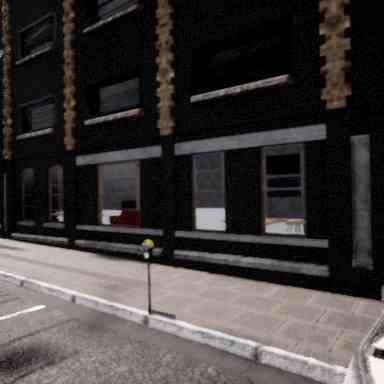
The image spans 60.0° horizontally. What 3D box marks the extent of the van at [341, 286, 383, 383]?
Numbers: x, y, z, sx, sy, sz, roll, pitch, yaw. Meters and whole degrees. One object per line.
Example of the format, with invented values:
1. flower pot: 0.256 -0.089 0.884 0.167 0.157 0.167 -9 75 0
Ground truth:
1. van: 2.572 1.340 1.061 3.998 1.788 1.690 0 -1 36
